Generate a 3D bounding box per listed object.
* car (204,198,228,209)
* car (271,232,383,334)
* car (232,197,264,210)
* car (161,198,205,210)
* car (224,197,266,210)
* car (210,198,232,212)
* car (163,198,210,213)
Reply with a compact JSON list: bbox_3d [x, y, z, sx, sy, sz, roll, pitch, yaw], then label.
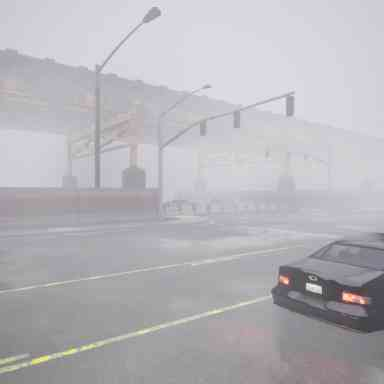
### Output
[{"bbox_3d":[2.885,1.295,38.746,1.853,1.218,4.536,0,0,17],"label":"car"},{"bbox_3d":[3.937,1.547,6.660,5.357,1.411,2.033,0,0,-36],"label":"car"},{"bbox_3d":[6.690,1.295,42.488,4.536,1.218,1.853,0,0,-8],"label":"car"},{"bbox_3d":[-0.900,1.295,35.980,4.536,1.218,1.853,0,0,7],"label":"car"},{"bbox_3d":[6.742,1.453,42.495,4.974,1.542,2.038,0,0,-8],"label":"car"},{"bbox_3d":[2.869,1.453,38.696,2.038,1.542,4.974,0,0,17],"label":"car"},{"bbox_3d":[-0.848,1.453,35.974,4.974,1.542,2.038,0,0,7],"label":"car"}]
